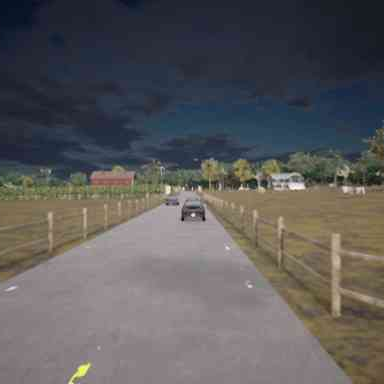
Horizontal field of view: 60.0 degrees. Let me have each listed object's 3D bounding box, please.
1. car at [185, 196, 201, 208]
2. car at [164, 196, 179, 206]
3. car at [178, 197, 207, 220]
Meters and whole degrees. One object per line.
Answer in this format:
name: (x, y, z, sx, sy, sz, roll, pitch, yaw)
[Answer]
car: (0.092, 1.303, 43.850, 1.994, 1.385, 4.181, 0, 1, 0)
car: (-2.833, 1.252, 47.529, 2.033, 1.411, 5.357, 0, 1, 0)
car: (0.099, 1.378, 26.613, 1.837, 1.490, 4.892, 0, 1, 0)
